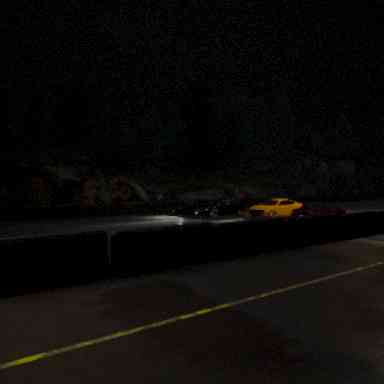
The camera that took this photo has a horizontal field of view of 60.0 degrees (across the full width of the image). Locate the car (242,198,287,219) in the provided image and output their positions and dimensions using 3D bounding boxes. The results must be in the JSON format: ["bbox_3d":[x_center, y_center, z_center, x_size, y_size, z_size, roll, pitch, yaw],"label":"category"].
[{"bbox_3d":[6.601,1.270,25.894,5.008,1.535,1.882,-1,1,-35],"label":"car"}]

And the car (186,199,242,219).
[{"bbox_3d":[2.328,1.322,27.147,4.902,1.511,2.128,-1,1,-35],"label":"car"}]

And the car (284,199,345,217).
[{"bbox_3d":[8.763,1.354,23.137,4.181,1.385,1.994,-1,1,-35],"label":"car"}]

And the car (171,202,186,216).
[{"bbox_3d":[0.318,1.355,30.012,4.674,1.442,1.812,-1,1,-35],"label":"car"}]
